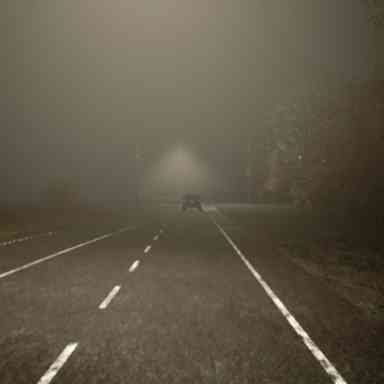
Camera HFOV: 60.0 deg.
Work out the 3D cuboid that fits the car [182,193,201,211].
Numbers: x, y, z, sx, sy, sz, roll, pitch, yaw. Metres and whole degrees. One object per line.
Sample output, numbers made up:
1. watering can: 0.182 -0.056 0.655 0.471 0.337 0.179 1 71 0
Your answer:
1. car: -0.007 1.216 41.477 2.150 2.045 5.566 0 0 0
